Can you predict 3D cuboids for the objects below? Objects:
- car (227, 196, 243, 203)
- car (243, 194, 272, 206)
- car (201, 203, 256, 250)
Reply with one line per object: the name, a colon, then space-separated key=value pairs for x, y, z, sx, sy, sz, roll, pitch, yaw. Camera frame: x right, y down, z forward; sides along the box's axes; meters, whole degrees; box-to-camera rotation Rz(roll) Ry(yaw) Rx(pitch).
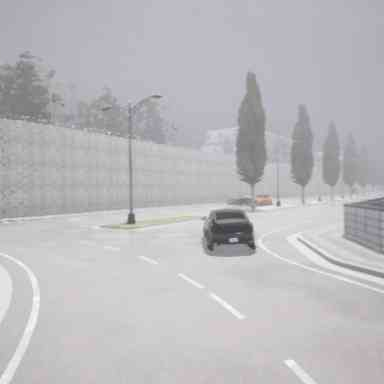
car: x=7.018 y=1.301 z=49.956 sx=2.128 sy=1.511 sz=4.902 roll=-1 pitch=0 yaw=37
car: x=9.733 y=1.120 z=47.754 sx=2.097 sy=1.767 sz=4.553 roll=-1 pitch=0 yaw=37
car: x=1.509 y=1.458 z=14.203 sx=1.837 sy=1.490 sz=4.892 roll=-2 pitch=0 yaw=1
